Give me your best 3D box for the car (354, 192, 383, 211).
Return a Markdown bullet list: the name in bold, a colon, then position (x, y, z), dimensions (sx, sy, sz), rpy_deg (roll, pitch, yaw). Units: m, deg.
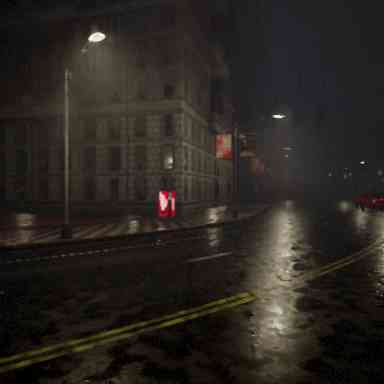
- **car**: position (20.071, 1.048, 37.847), dimensions (2.150, 2.045, 5.566), rpy_deg (0, 0, 17)
